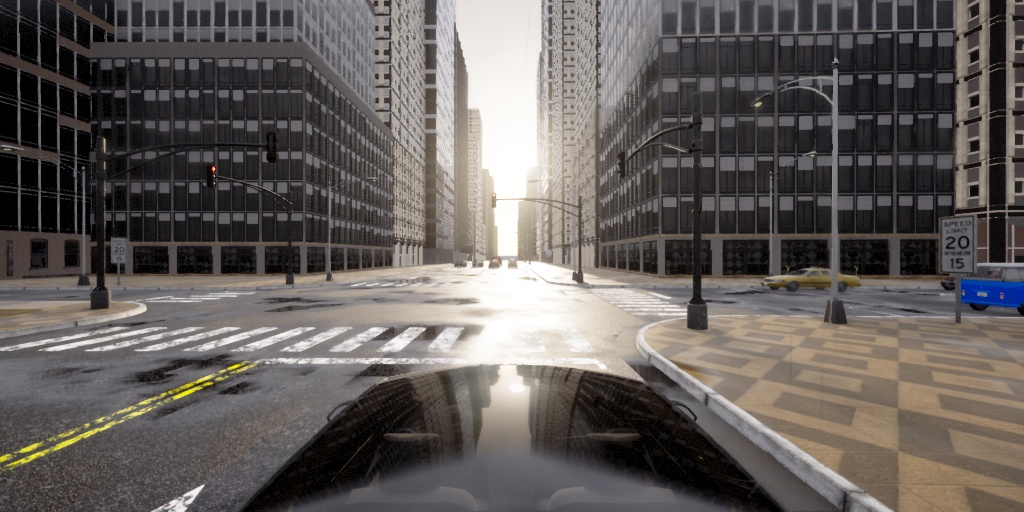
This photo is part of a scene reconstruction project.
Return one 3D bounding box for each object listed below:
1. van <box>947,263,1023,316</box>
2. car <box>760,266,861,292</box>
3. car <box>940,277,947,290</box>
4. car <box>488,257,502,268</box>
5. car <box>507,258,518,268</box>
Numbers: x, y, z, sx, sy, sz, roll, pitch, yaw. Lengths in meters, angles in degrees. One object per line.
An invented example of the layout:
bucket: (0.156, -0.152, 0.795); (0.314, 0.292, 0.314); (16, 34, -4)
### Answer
van: (18.380, 1.119, 12.534); (3.998, 1.789, 1.690); (0, 0, 2)
car: (17.127, 1.293, 20.709); (4.829, 1.417, 1.751); (0, 0, 2)
car: (26.960, 1.356, 20.202); (4.207, 1.307, 1.802); (0, 0, 2)
car: (-3.117, 1.386, 63.337); (1.812, 1.442, 4.674); (0, 0, 0)
car: (0.133, 1.408, 63.330); (2.033, 1.411, 5.357); (0, 0, 0)
